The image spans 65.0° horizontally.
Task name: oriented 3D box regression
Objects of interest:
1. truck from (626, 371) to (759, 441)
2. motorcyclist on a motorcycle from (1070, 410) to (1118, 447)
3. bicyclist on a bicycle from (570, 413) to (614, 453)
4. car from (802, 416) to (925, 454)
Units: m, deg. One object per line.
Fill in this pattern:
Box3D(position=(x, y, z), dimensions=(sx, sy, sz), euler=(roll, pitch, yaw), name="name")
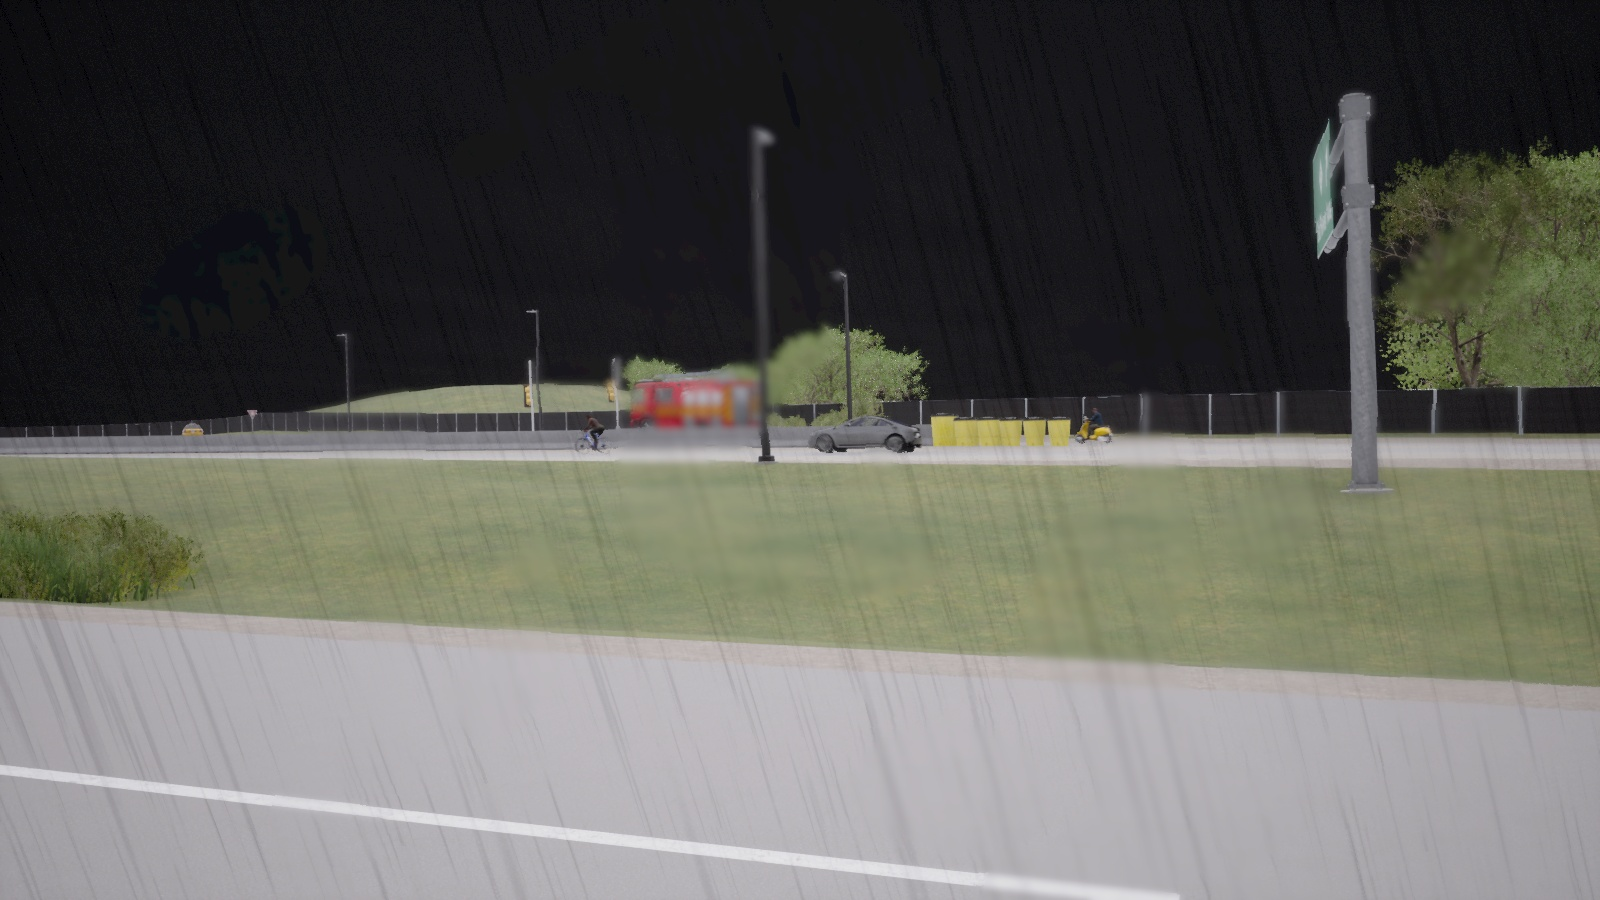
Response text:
Box3D(position=(-6.326, -2.497, 72.699), dimensions=(2.891, 3.827, 8.468), euler=(-2, 2, -44), name="truck")
Box3D(position=(12.799, -0.944, 54.725), dimensions=(1.817, 1.590, 0.866), euler=(1, 2, 40), name="motorcyclist on a motorcycle")
Box3D(position=(-8.363, -0.677, 50.415), dimensions=(1.656, 1.620, 0.582), euler=(0, 1, 19), name="bicyclist on a bicycle")
Box3D(position=(2.377, -0.548, 46.674), dimensions=(4.181, 1.385, 1.994), euler=(0, 1, 19), name="car")
